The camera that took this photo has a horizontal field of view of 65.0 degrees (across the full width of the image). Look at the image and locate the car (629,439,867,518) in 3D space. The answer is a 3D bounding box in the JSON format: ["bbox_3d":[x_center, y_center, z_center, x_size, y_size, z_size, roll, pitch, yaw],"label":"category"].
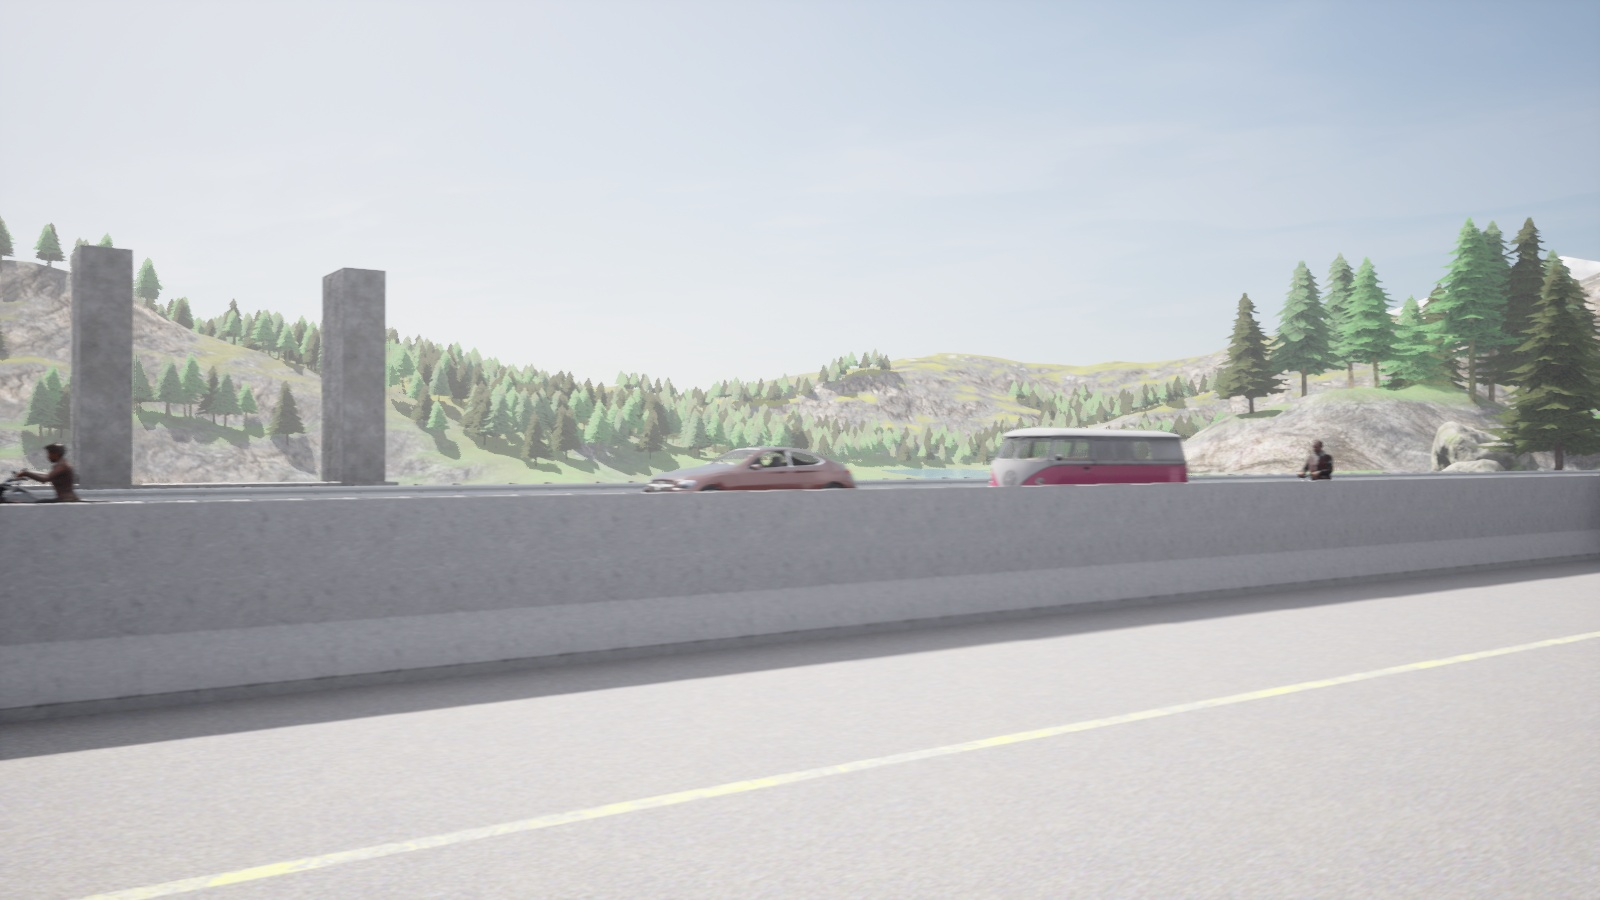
[{"bbox_3d":[-1.133,0.599,28.503,5.027,1.651,2.152,0,0,-35],"label":"car"}]

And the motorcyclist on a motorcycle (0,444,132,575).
[{"bbox_3d":[-10.059,0.757,16.316,2.350,1.649,0.766,0,0,-21],"label":"motorcyclist on a motorcycle"}]

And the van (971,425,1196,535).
[{"bbox_3d":[5.623,0.549,24.689,4.442,1.987,1.775,0,0,-35],"label":"van"}]
